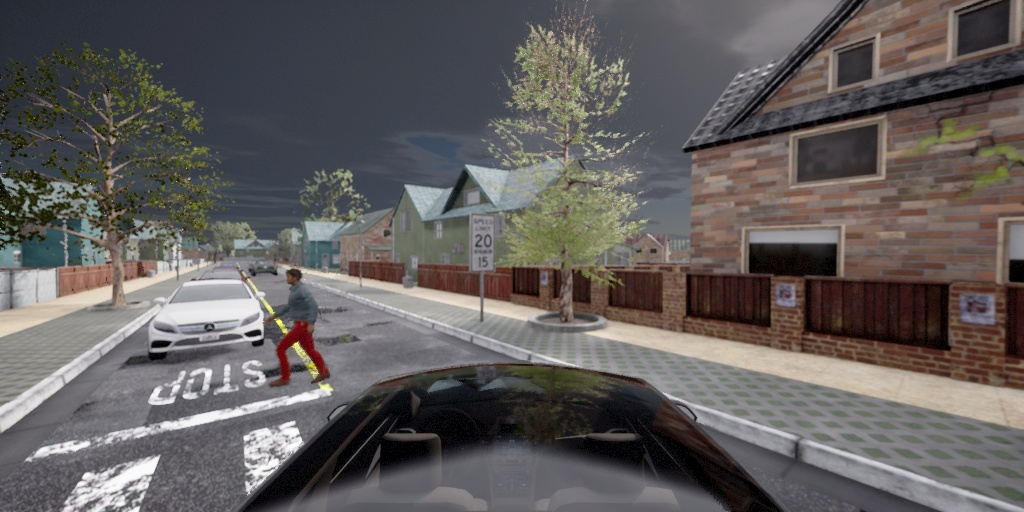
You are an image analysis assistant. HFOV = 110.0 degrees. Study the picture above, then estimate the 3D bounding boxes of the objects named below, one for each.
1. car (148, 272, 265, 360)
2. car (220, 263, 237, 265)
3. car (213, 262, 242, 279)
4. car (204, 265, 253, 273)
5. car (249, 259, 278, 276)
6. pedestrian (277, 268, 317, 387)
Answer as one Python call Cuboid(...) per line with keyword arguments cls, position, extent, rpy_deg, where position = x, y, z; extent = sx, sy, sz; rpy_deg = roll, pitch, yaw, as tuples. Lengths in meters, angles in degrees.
Cuboid(cls="car", position=(-7.269, 1.303, 8.750), extent=(1.812, 1.442, 4.674), rpy_deg=(0, 0, -38))
Cuboid(cls="car", position=(-18.813, 1.359, 23.548), extent=(1.994, 1.385, 4.181), rpy_deg=(0, 0, -38))
Cuboid(cls="car", position=(-27.282, 1.357, 34.508), extent=(2.033, 1.411, 5.357), rpy_deg=(0, 0, -37))
Cuboid(cls="car", position=(-12.902, 1.312, 15.983), extent=(1.812, 1.442, 4.674), rpy_deg=(0, 0, -38))
Cuboid(cls="car", position=(-25.844, 1.144, 37.326), extent=(2.097, 1.767, 4.553), rpy_deg=(0, 0, -38))
Cuboid(cls="pedestrian", position=(-3.248, 1.058, 5.406), extent=(0.375, 1.860, 0.375), rpy_deg=(-2, 3, -38))
